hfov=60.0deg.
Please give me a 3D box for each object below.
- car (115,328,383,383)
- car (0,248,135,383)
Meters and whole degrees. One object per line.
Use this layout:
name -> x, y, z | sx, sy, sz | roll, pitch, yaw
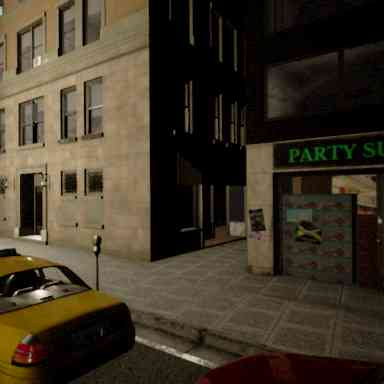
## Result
car -> 1.767, 1.582, 1.594 | 4.206, 1.307, 1.802 | 0, -1, 36
car -> -2.987, 1.525, 4.992 | 4.829, 1.417, 1.752 | 0, -1, 36
